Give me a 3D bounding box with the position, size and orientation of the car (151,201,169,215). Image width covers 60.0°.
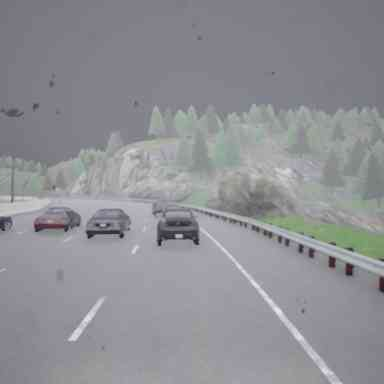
[{"bbox_3d":[-3.218,1.644,34.609,2.033,1.411,5.357,0,0,-10],"label":"car"}]

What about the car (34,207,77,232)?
[{"bbox_3d":[-8.267,1.636,20.832,1.994,1.385,4.181,0,0,-6],"label":"car"}]

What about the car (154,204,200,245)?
[{"bbox_3d":[-0.725,1.548,15.903,1.837,1.490,4.892,0,0,-5],"label":"car"}]

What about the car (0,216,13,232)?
[{"bbox_3d":[-11.408,1.671,17.653,1.895,1.301,4.718,0,0,-5],"label":"car"}]

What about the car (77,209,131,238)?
[{"bbox_3d":[-4.409,1.604,18.065,2.033,1.411,5.357,0,0,-6],"label":"car"}]
